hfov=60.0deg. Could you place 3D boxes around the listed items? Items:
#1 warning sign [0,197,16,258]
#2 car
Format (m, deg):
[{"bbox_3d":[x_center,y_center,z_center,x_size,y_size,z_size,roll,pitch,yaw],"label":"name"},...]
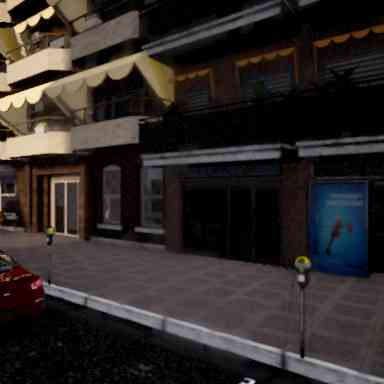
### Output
[{"bbox_3d":[-6.425,1.101,10.377,1.060,1.860,1.300,0,0,35],"label":"warning sign"},{"bbox_3d":[-4.285,1.573,5.931,4.206,1.307,1.802,0,0,35],"label":"car"}]
